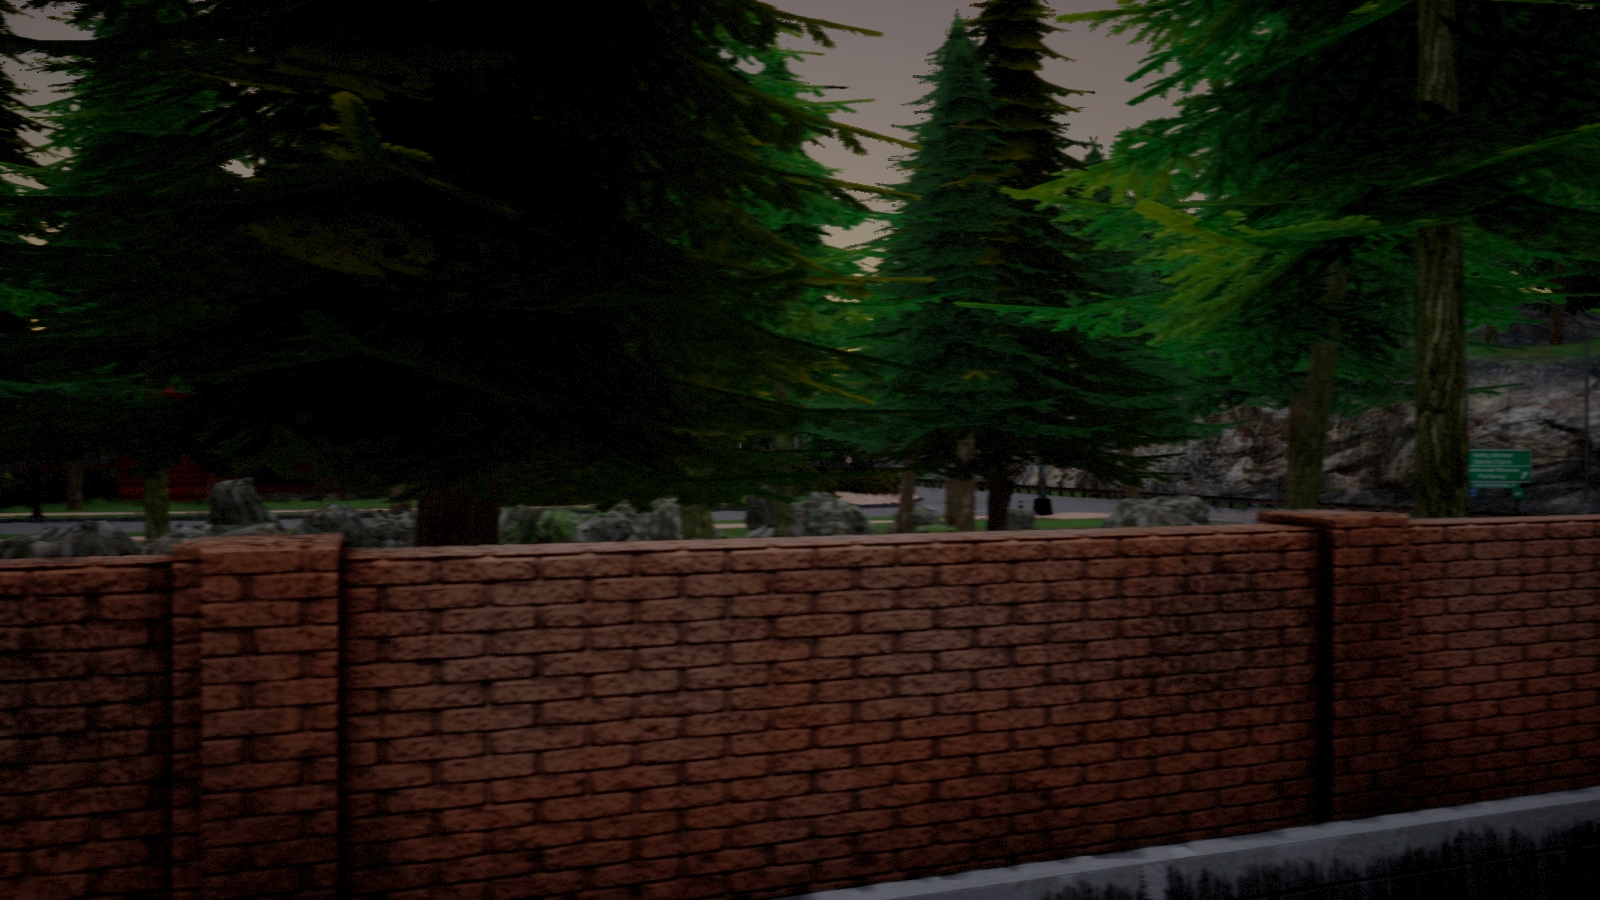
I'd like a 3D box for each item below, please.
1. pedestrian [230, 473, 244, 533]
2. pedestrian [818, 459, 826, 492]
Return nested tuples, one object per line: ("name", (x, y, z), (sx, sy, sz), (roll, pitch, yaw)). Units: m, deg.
("pedestrian", (-17.631, 1.664, 35.800), (0.375, 1.860, 0.375), (0, 0, -25))
("pedestrian", (1.258, 1.482, 66.210), (0.375, 1.860, 0.375), (0, 0, -18))
